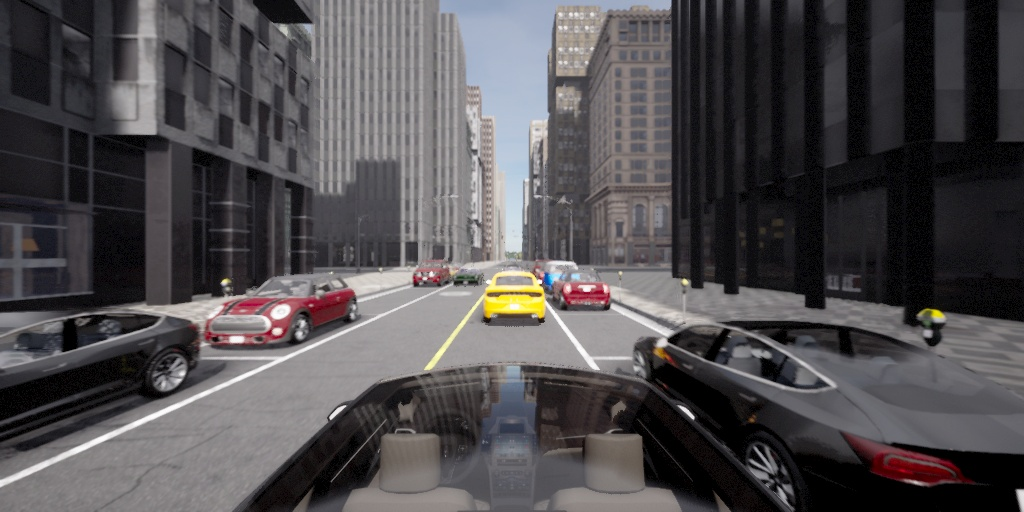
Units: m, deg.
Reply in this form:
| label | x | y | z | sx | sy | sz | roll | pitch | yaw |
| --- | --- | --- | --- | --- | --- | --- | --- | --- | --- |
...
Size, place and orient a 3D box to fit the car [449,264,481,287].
| label | x | y | z | sx | sy | sz | roll | pitch | yaw |
| --- | --- | --- | --- | --- | --- | --- | --- | --- | --- |
| car | -3.097 | 1.495 | 26.203 | 1.895 | 1.301 | 4.718 | 0 | 0 | 0 |

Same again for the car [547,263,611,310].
| label | x | y | z | sx | sy | sz | roll | pitch | yaw |
| --- | --- | --- | --- | --- | --- | --- | --- | --- | --- |
| car | 2.760 | 1.269 | 15.109 | 1.967 | 1.591 | 4.097 | 0 | 0 | 0 |

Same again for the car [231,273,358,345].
| label | x | y | z | sx | sy | sz | roll | pitch | yaw |
| --- | --- | --- | --- | --- | --- | --- | --- | --- | --- |
| car | -5.764 | 1.235 | 9.503 | 1.967 | 1.591 | 4.097 | 0 | 0 | 0 |

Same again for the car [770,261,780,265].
| label | x | y | z | sx | sy | sz | roll | pitch | yaw |
| --- | --- | --- | --- | --- | --- | --- | --- | --- | --- |
| car | 39.195 | 1.261 | 49.748 | 4.892 | 1.490 | 1.837 | 0 | 0 | 0 |

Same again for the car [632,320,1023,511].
| label | x | y | z | sx | sy | sz | roll | pitch | yaw |
| --- | --- | --- | --- | --- | --- | --- | --- | --- | --- |
| car | 2.762 | 1.329 | 3.906 | 1.948 | 1.339 | 4.313 | 0 | 0 | 0 |

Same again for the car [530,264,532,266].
| label | x | y | z | sx | sy | sz | roll | pitch | yaw |
| --- | --- | --- | --- | --- | --- | --- | --- | --- | --- |
| car | 2.757 | 1.243 | 31.915 | 2.192 | 1.841 | 5.009 | 0 | 0 | 0 |

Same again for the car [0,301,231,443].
| label | x | y | z | sx | sy | sz | roll | pitch | yaw |
| --- | --- | --- | --- | --- | --- | --- | --- | --- | --- |
| car | -5.763 | 1.329 | 3.901 | 1.948 | 1.339 | 4.313 | 0 | 0 | 0 |

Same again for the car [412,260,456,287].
| label | x | y | z | sx | sy | sz | roll | pitch | yaw |
| --- | --- | --- | --- | --- | --- | --- | --- | --- | --- |
| car | -5.768 | 1.210 | 26.310 | 2.192 | 1.841 | 5.009 | 0 | 0 | 0 |

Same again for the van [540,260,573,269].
| label | x | y | z | sx | sy | sz | roll | pitch | yaw |
| --- | --- | --- | --- | --- | --- | --- | --- | --- | --- |
| van | 2.759 | 1.203 | 20.711 | 1.690 | 1.789 | 3.998 | 0 | 0 | 0 |

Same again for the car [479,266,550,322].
| label | x | y | z | sx | sy | sz | roll | pitch | yaw |
| --- | --- | --- | --- | --- | --- | --- | --- | --- | --- |
| car | 0.077 | 1.292 | 12.692 | 1.882 | 1.535 | 5.008 | 0 | 0 | 0 |

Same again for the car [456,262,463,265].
| label | x | y | z | sx | sy | sz | roll | pitch | yaw |
| --- | --- | --- | --- | --- | --- | --- | --- | --- | --- |
| car | -5.769 | 1.454 | 31.742 | 1.751 | 1.417 | 4.829 | 0 | 0 | 0 |

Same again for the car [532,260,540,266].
| label | x | y | z | sx | sy | sz | roll | pitch | yaw |
| --- | --- | --- | --- | --- | --- | --- | --- | --- | --- |
| car | 2.758 | 1.335 | 26.312 | 1.967 | 1.591 | 4.097 | 0 | 0 | 0 |
